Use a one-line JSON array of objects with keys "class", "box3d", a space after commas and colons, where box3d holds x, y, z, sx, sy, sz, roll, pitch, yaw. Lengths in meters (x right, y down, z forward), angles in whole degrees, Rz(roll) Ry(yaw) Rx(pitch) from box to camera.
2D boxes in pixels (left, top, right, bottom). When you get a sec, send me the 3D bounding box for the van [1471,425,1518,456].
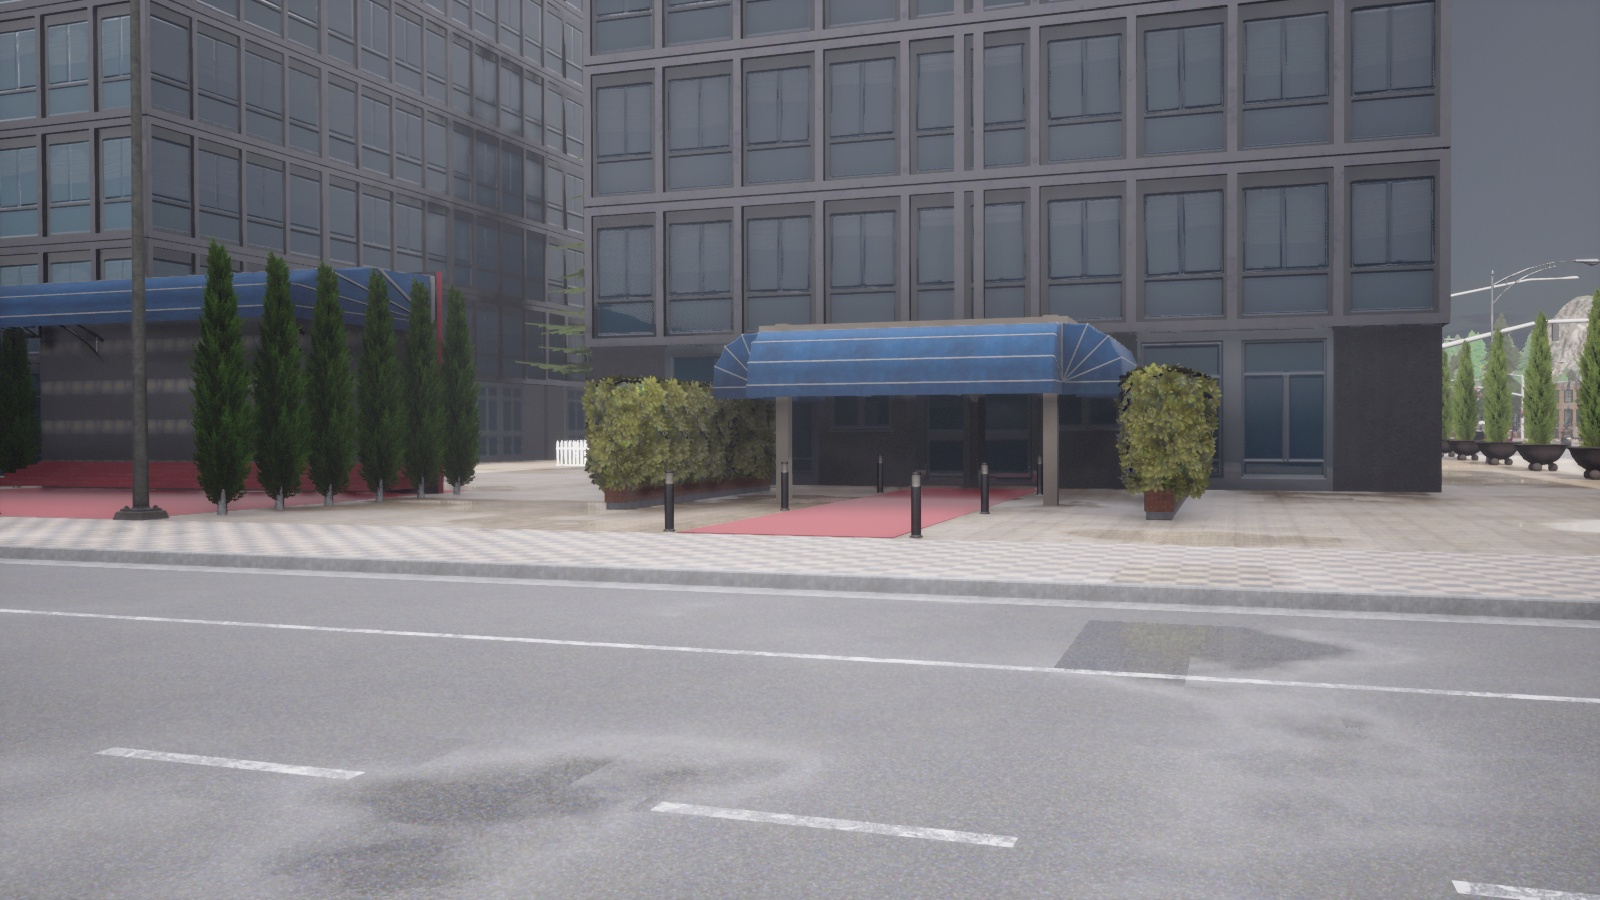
[{"class": "van", "box3d": [47.547, -0.650, 86.105, 2.069, 2.038, 4.480, 1, 1, 19]}]
